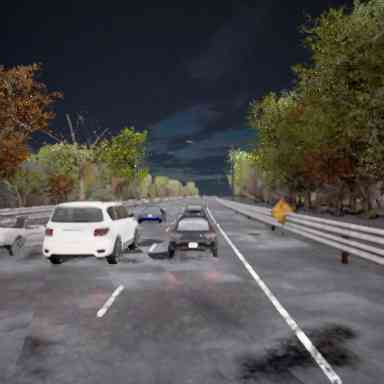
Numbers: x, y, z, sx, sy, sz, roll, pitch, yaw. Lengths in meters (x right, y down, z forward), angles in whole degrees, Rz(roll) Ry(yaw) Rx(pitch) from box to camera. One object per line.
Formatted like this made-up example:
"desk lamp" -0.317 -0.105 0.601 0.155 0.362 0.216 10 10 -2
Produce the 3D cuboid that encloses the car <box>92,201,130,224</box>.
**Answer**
"car" -6.752 1.643 28.257 2.097 1.767 4.553 0 -1 1

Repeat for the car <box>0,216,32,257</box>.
"car" -6.931 1.636 13.015 1.895 1.301 4.718 3 -6 1

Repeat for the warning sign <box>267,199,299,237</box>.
"warning sign" 4.606 1.293 17.002 1.300 1.860 1.060 -1 -2 1

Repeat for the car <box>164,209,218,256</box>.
"car" 0.077 1.670 13.669 1.812 1.442 4.674 0 0 1

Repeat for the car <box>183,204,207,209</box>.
"car" 0.246 1.796 28.191 1.837 1.490 4.892 0 0 1

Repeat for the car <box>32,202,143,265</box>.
"car" -3.448 1.356 12.385 2.150 2.045 5.566 0 0 1

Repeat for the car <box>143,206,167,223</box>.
"car" -3.253 1.855 28.197 1.994 1.385 4.181 0 0 1
